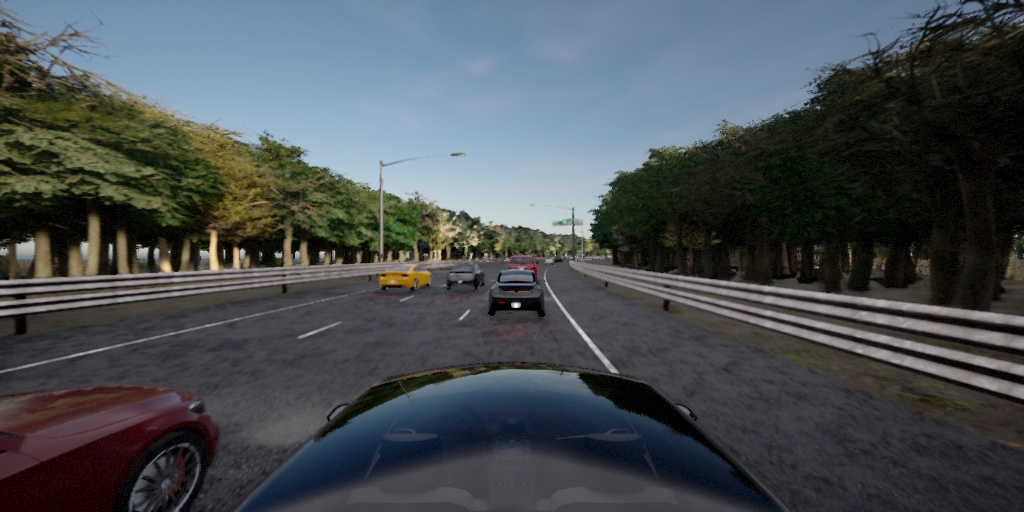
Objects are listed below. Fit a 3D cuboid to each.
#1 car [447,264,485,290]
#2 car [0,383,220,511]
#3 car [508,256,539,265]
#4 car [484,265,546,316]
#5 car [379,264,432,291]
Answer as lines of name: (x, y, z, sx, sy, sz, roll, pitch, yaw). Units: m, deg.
car: (-2.796, 1.257, 22.606, 2.128, 1.511, 4.902, 0, 0, 3)
car: (-3.376, 1.268, 1.045, 1.812, 1.442, 4.674, 0, 0, 0)
car: (0.835, 0.998, 26.954, 2.150, 2.045, 5.566, 0, 0, 4)
car: (0.201, 1.267, 13.501, 1.837, 1.490, 4.892, 0, 0, 2)
car: (-6.341, 1.234, 21.896, 1.882, 1.535, 5.008, 0, 0, 3)
